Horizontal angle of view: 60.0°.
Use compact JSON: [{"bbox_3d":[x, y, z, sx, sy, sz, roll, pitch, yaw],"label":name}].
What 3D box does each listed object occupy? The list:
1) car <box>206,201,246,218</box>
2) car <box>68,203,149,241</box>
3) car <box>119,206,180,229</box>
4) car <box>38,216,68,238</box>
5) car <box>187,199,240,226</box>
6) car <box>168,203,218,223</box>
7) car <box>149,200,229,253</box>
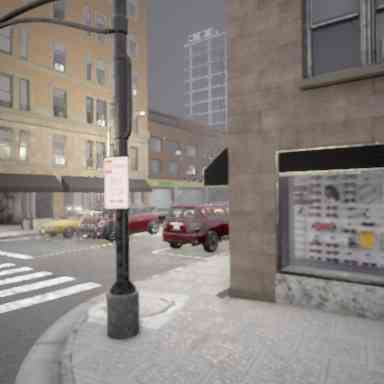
[{"bbox_3d":[3.441,1.665,32.956,1.752,1.417,4.829,-1,0,35],"label":"car"},{"bbox_3d":[-3.843,1.500,17.722,2.097,1.767,4.553,-1,0,35],"label":"car"},{"bbox_3d":[-2.939,1.735,23.825,1.947,1.339,4.313,-1,0,35],"label":"car"},{"bbox_3d":[-6.277,1.709,19.050,1.752,1.417,4.829,-1,0,35],"label":"car"},{"bbox_3d":[1.768,1.475,25.752,2.097,1.767,4.553,-1,0,35],"label":"car"},{"bbox_3d":[0.202,1.680,28.321,1.752,1.417,4.829,-1,0,35],"label":"car"},{"bbox_3d":[0.791,1.390,14.285,2.192,1.841,5.009,-1,0,35],"label":"car"}]
